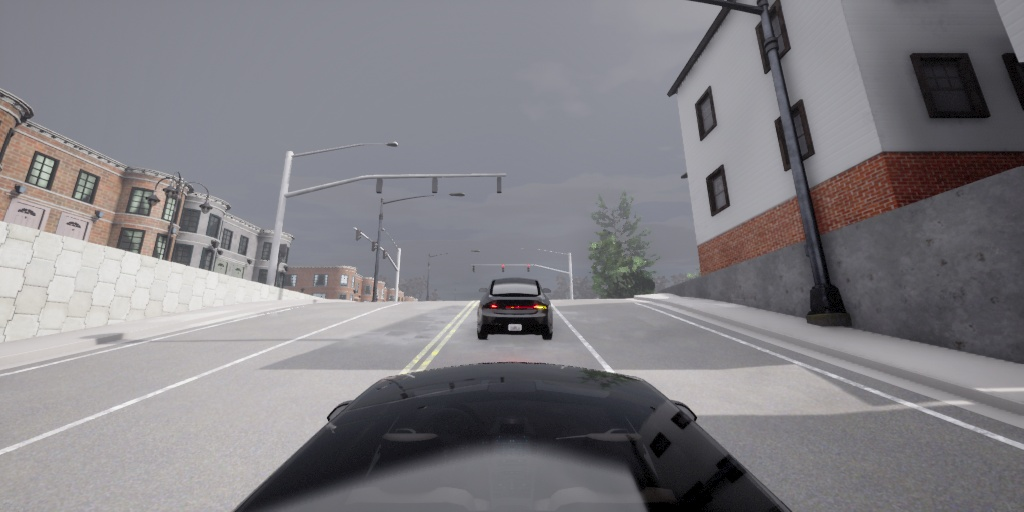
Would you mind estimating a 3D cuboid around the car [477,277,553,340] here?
[{"bbox_3d":[0.084,1.351,10.354,1.837,1.490,4.892,0,0,0],"label":"car"}]
